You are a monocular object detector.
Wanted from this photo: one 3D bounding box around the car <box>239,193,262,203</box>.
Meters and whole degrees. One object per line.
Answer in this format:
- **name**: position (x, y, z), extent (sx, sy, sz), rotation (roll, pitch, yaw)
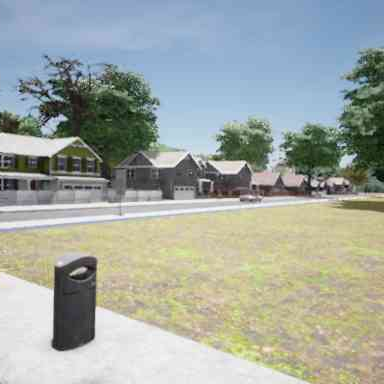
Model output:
- **car**: position (8.934, 0.873, 50.515), extent (1.895, 1.301, 4.718), rotation (2, 1, 35)
